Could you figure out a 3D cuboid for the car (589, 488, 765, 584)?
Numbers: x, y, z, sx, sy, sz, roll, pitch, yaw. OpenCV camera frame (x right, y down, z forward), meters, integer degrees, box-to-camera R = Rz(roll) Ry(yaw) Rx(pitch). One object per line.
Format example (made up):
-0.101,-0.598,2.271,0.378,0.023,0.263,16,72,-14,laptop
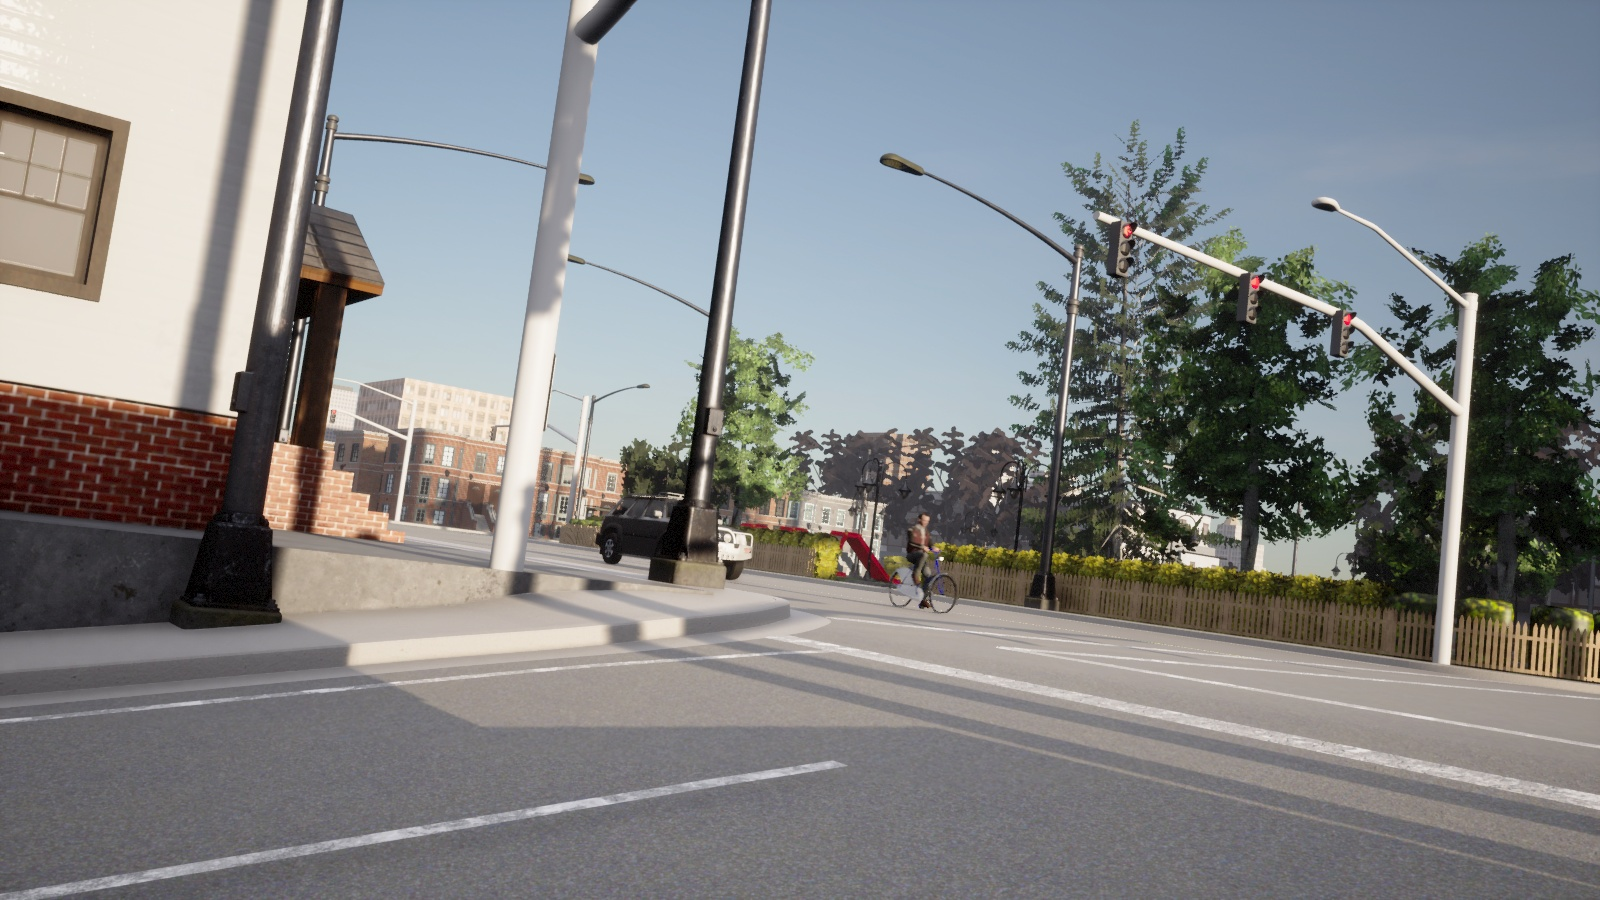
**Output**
-3.024,2.003,29.972,1.932,1.855,4.605,10,-6,-35,car

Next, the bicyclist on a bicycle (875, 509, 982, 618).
2.281,2.008,22.491,0.659,1.776,1.843,10,-6,-35,bicyclist on a bicycle
